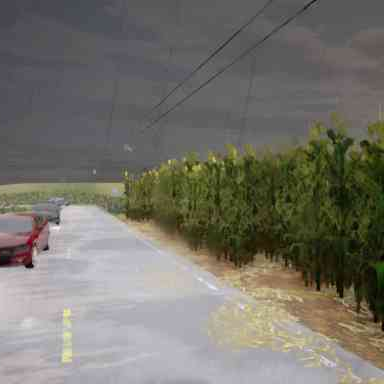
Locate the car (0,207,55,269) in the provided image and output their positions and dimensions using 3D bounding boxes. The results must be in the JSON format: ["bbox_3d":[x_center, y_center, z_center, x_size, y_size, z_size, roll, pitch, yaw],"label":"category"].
[{"bbox_3d":[-5.983,1.478,11.125,1.882,1.535,5.008,0,0,-16],"label":"car"}]

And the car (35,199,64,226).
[{"bbox_3d":[-10.257,1.504,23.430,1.837,1.490,4.892,0,0,-20],"label":"car"}]

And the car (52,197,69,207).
[{"bbox_3d":[-20.225,1.532,50.203,1.812,1.442,4.674,0,0,-41],"label":"car"}]
